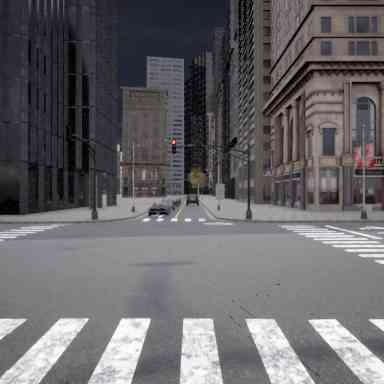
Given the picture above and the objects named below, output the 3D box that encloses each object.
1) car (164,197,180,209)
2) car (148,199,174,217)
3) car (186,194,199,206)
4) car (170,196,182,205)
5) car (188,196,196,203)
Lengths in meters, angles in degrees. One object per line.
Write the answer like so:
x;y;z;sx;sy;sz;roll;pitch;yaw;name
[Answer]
-3.059;1.555;42.312;2.128;1.511;4.902;0;0;0;car
-3.053;1.640;31.837;1.895;1.301;4.718;0;0;0;car
0.104;1.330;59.166;2.150;2.045;5.566;0;0;0;car
-2.995;1.597;62.738;1.882;1.535;5.008;0;0;0;car
-0.003;1.665;75.305;1.837;1.490;4.892;0;0;0;car
